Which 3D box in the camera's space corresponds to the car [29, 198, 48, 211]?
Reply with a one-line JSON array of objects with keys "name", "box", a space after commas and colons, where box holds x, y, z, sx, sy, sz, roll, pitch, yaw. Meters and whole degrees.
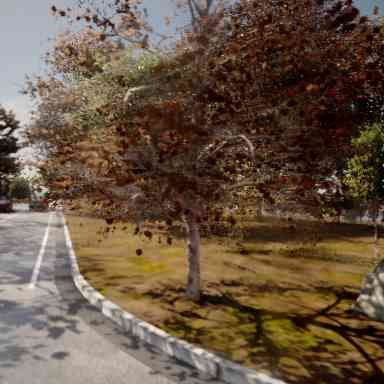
[{"name": "car", "box": [-19.445, 1.639, 41.910, 1.837, 1.490, 4.892, 1, -1, -22]}]

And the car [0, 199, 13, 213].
[{"name": "car", "box": [-21.488, 1.543, 37.453, 1.882, 1.535, 5.008, 1, -1, -22]}]

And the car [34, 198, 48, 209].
[{"name": "car", "box": [-23.347, 1.731, 51.572, 1.837, 1.490, 4.892, 1, -1, -22]}]
